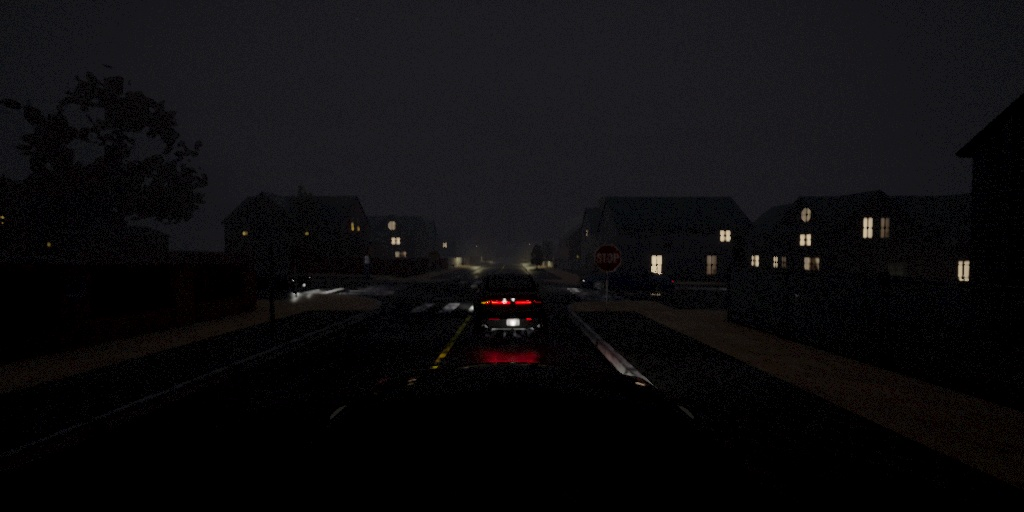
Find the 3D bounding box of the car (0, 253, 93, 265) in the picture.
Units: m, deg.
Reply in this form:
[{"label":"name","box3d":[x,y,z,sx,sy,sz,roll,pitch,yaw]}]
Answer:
[{"label":"car","box3d":[-23.597,0.785,18.485,4.892,1.490,1.837,1,1,1]}]

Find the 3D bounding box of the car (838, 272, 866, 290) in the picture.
[{"label":"car","box3d":[19.383,1.668,20.785,4.181,1.385,1.994,1,1,1]}]

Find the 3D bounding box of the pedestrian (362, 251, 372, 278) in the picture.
[{"label":"pedestrian","box3d":[-9.699,0.555,24.124,0.375,1.860,0.375,0,0,1]}]

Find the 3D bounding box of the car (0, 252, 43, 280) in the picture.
[{"label":"car","box3d":[-31.839,0.545,21.556,4.892,1.490,1.837,1,1,1]}]

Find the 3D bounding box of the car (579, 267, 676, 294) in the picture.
[{"label":"car","box3d":[6.711,1.372,21.171,5.357,1.411,2.033,1,1,5]}]

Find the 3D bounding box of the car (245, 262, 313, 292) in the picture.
[{"label":"car","box3d":[-13.259,1.039,18.328,5.357,1.411,2.033,1,1,1]}]

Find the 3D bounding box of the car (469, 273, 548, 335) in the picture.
[{"label":"car","box3d":[-0.150,1.230,10.428,1.837,1.490,4.892,0,0,-4]}]
